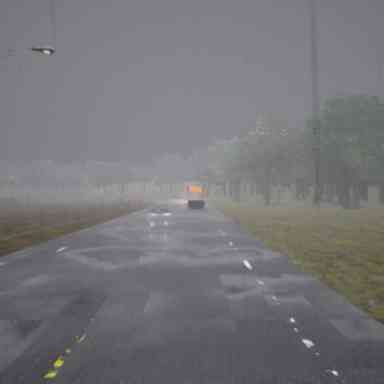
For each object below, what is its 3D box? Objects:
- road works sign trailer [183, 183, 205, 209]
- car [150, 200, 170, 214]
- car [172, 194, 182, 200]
[{"bbox_3d":[0.530,1.079,44.520,2.380,3.560,2.880,0,45,4],"label":"road works sign trailer"},{"bbox_3d":[-3.593,1.657,38.171,1.812,1.442,4.674,0,0,0],"label":"car"},{"bbox_3d":[-3.506,1.345,78.869,1.837,1.490,4.892,0,0,0],"label":"car"}]
